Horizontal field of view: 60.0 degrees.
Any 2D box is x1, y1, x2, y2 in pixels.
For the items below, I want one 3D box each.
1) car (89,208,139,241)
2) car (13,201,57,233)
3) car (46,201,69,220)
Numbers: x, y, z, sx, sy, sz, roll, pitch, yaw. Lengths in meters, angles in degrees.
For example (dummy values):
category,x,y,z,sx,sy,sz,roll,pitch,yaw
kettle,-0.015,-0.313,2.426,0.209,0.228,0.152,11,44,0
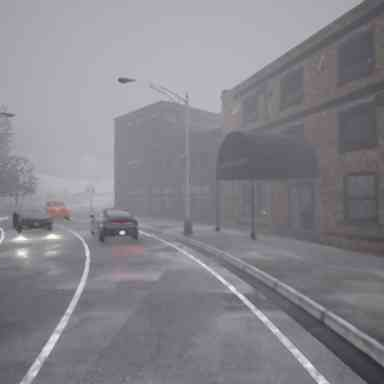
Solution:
category,x,y,z,sx,sy,sz,roll,pitch,yaw
car,-4.116,1.590,17.299,1.837,1.490,4.892,0,0,-23
car,-10.093,1.579,20.971,1.882,1.535,5.008,0,-1,-32
car,-12.889,1.575,30.026,2.097,1.767,4.553,1,-1,-42
